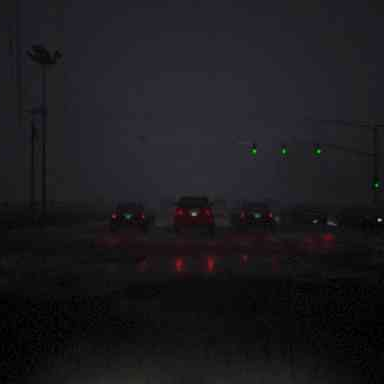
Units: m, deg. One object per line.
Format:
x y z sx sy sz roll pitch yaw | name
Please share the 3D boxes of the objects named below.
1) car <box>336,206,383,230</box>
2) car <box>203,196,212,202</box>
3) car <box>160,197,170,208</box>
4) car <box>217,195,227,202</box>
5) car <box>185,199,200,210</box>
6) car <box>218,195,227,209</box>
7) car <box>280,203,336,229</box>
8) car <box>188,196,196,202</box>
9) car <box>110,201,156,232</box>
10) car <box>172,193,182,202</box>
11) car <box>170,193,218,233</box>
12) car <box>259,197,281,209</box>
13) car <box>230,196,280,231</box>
10.603 1.551 20.793 1.994 1.385 4.181 0 0 0 | car
3.514 1.547 77.836 1.895 1.301 4.718 0 0 0 | car
-3.396 1.448 47.151 1.882 1.535 5.008 0 0 0 | car
7.014 1.452 77.896 1.837 1.490 4.892 0 0 0 | car
0.107 1.573 44.083 1.895 1.301 4.718 0 0 0 | car
3.607 1.477 45.617 1.837 1.490 4.892 0 0 0 | car
7.104 1.478 21.587 2.128 1.511 4.902 0 0 0 | car
0.014 1.548 76.863 1.895 1.301 4.718 0 0 0 | car
-3.396 1.339 19.879 2.097 1.767 4.553 0 0 0 | car
-3.486 1.176 78.694 2.150 2.045 5.566 0 0 0 | car
0.103 1.209 19.539 2.150 2.045 5.566 0 0 0 | car
10.607 1.477 45.582 1.837 1.490 4.892 0 0 0 | car
3.603 1.339 20.463 2.097 1.767 4.553 0 0 0 | car
